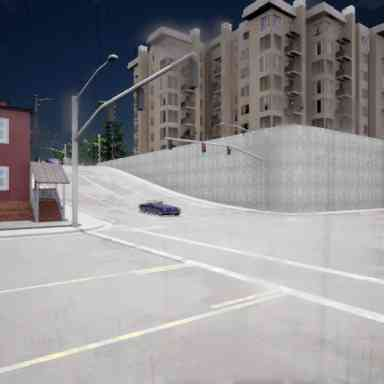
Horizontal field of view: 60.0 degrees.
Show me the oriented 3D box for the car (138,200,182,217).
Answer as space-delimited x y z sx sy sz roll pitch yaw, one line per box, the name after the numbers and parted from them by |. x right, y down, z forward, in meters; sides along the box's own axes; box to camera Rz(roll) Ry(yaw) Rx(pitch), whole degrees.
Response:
-2.859 1.428 29.228 1.895 1.301 4.718 0 4 -36 | car

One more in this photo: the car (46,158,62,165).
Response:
-25.030 -5.338 60.266 1.882 1.535 5.008 0 10 -36 | car
